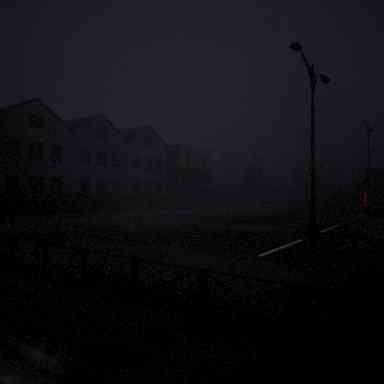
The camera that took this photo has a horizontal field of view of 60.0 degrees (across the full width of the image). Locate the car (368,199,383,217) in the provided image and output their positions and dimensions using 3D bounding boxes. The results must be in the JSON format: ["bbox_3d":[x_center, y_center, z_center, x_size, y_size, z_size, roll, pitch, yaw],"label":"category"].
[{"bbox_3d":[15.481,1.298,26.779,2.007,1.523,4.514,0,0,35],"label":"car"}]
